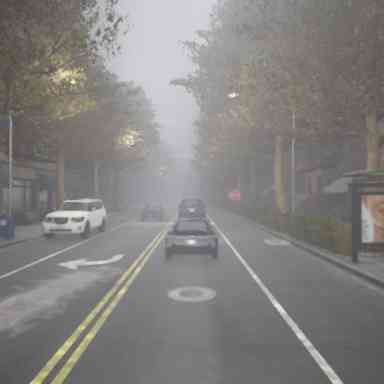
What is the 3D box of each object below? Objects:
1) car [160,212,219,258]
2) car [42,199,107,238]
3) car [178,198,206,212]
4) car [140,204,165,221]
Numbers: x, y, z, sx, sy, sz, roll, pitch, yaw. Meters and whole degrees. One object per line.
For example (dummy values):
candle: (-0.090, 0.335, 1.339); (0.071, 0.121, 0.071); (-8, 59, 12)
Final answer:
car: (0.013, 1.714, 13.470); (1.994, 1.385, 4.181); (0, -1, 1)
car: (-6.560, 1.442, 19.295); (2.435, 2.045, 5.566); (0, -1, 0)
car: (0.002, 1.529, 27.556); (2.150, 2.045, 5.566); (0, 0, 0)
car: (-3.527, 1.844, 30.532); (1.837, 1.490, 4.892); (0, -1, 0)
